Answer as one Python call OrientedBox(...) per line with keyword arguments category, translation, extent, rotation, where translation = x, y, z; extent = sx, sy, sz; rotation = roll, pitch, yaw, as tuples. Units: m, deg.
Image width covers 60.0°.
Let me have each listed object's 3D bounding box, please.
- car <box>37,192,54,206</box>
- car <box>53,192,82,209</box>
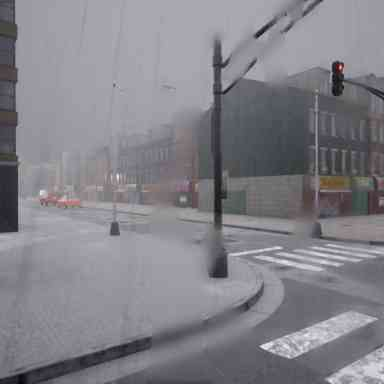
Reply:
OrientedBox(category="car", translation=(-21.631, 1.045, 50.922), extent=(2.150, 2.045, 5.566), rotation=(0, 0, -36))
OrientedBox(category="car", translation=(-15.891, 1.206, 42.983), extent=(2.097, 1.767, 4.553), rotation=(0, 0, -36))
